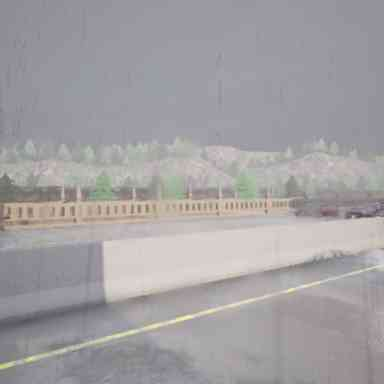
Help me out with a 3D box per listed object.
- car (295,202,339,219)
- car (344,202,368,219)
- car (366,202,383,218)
[{"bbox_3d":[10.837,1.566,28.775,4.181,1.385,1.994,0,0,-34],"label":"car"},{"bbox_3d":[14.767,1.549,27.286,5.357,1.411,2.033,0,0,-34],"label":"car"},{"bbox_3d":[14.537,1.549,22.897,5.357,1.411,2.033,0,0,-35],"label":"car"}]
